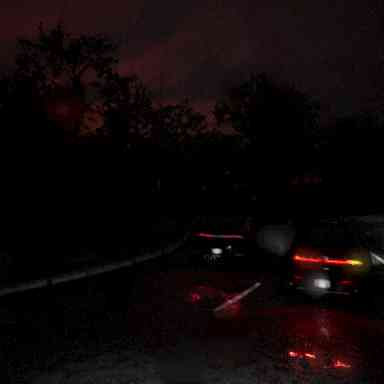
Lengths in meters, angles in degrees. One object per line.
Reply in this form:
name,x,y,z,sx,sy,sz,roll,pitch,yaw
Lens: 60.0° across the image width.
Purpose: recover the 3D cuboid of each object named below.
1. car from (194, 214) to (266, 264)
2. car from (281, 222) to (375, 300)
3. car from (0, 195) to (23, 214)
car,1.546,1.564,12.224,2.128,1.511,4.902,0,0,19
car,3.564,1.557,8.693,1.837,1.490,4.892,0,0,25
car,-21.045,1.325,35.306,5.566,2.045,2.150,-1,-1,-16
